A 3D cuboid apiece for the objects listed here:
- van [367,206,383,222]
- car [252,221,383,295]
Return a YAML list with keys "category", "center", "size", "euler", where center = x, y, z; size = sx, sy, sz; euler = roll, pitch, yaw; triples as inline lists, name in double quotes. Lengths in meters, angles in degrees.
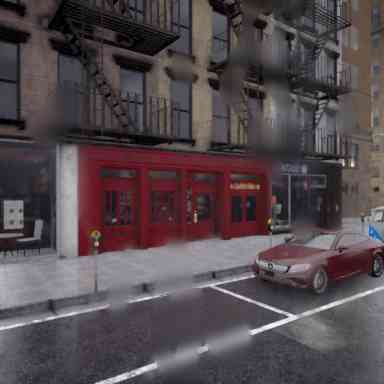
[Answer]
- category: "van"
  center: [7.845, 1.340, 11.763]
  size: [3.998, 1.788, 1.690]
  euler: [0, 0, -35]
- category: "car"
  center: [3.438, 1.581, 8.632]
  size: [4.206, 1.307, 1.802]
  euler: [0, 0, -35]
